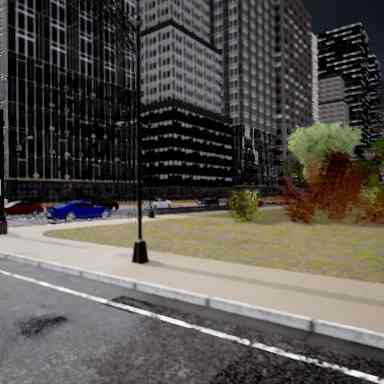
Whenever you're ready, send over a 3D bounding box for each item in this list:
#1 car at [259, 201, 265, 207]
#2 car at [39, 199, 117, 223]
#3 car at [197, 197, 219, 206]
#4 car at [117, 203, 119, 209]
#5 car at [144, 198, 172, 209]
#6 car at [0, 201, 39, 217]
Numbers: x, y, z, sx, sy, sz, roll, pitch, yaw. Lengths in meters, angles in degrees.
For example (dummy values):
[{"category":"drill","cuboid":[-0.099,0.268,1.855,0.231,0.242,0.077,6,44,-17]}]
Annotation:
[{"category":"car","cuboid":[8.795,1.510,47.911,1.812,1.442,4.674,-1,-1,37]},{"category":"car","cuboid":[-8.460,1.430,25.172,1.882,1.535,5.008,-1,-1,37]},{"category":"car","cuboid":[2.752,1.622,56.307,2.128,1.511,4.902,-1,-1,37]},{"category":"car","cuboid":[-10.738,1.611,38.538,1.837,1.490,4.892,-1,-1,37]},{"category":"car","cuboid":[-4.701,1.644,46.518,1.812,1.442,4.674,-1,-1,37]},{"category":"car","cuboid":[-16.351,1.621,31.098,1.812,1.442,4.674,-1,-1,37]}]
